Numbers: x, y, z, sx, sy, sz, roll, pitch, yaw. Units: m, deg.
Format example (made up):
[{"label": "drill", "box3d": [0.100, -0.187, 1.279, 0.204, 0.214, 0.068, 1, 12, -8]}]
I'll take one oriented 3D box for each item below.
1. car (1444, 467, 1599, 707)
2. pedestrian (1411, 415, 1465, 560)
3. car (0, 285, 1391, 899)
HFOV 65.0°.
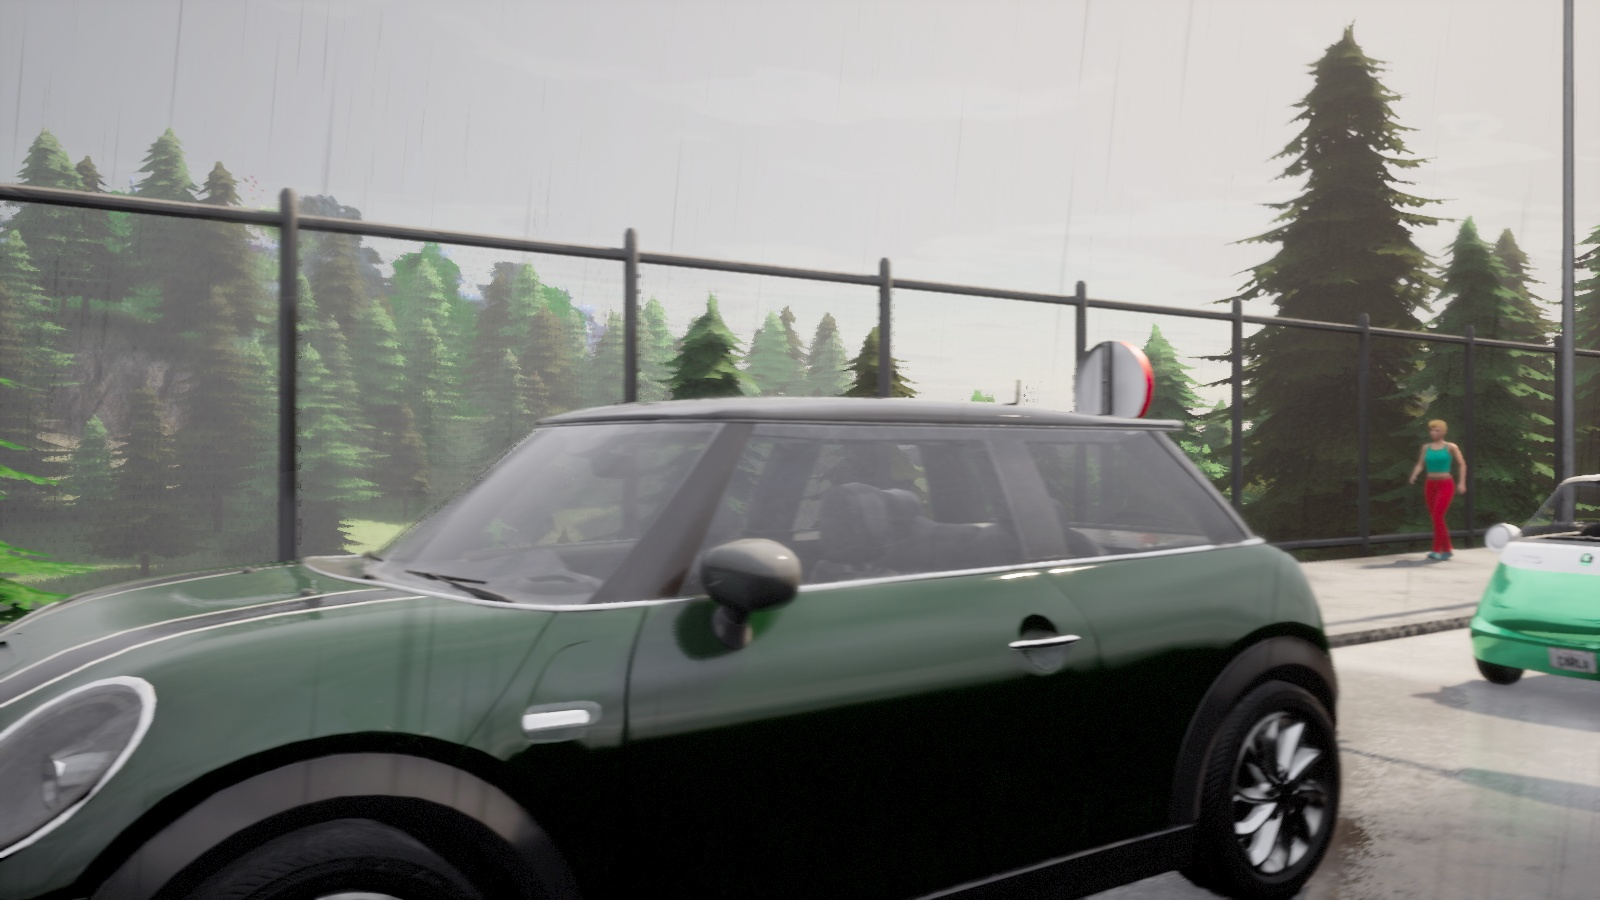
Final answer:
[{"label": "car", "box3d": [5.446, 0.808, 8.047, 2.207, 1.376, 1.481, 0, 0, -35]}, {"label": "pedestrian", "box3d": [8.240, 0.477, 16.226, 0.594, 1.836, 0.345, 0, 0, -30]}, {"label": "car", "box3d": [-0.379, 0.614, 4.002, 4.553, 1.767, 2.097, 0, 0, -35]}]
